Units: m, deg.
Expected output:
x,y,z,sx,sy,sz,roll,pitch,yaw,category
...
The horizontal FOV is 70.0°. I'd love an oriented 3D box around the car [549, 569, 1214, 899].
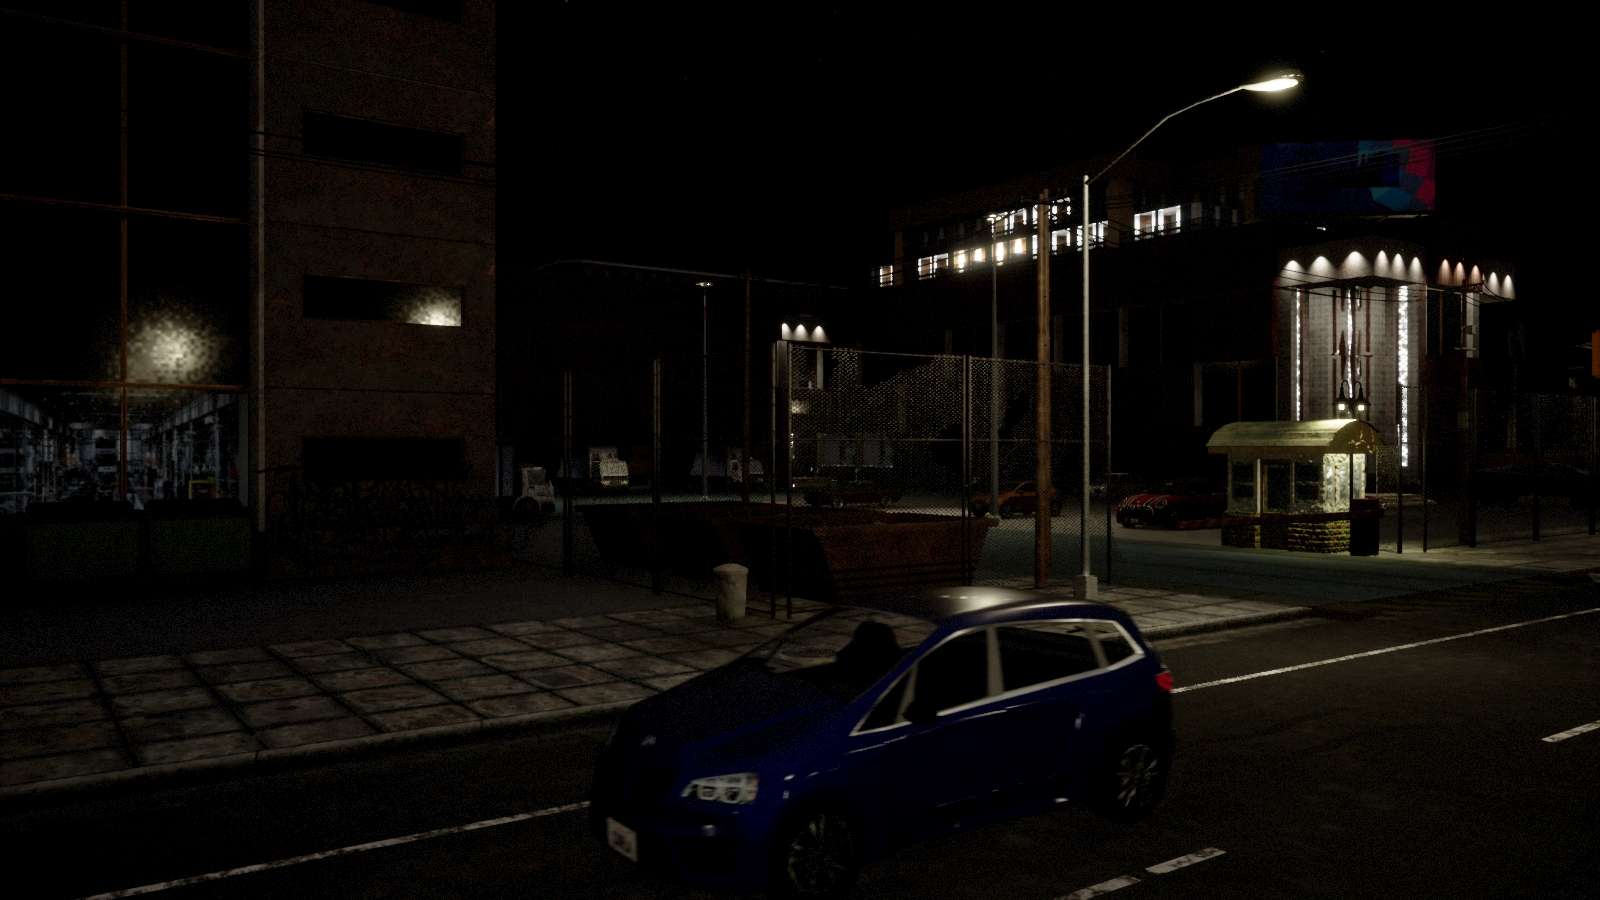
x,y,z,sx,sy,sz,roll,pitch,yaw,category
0.730,1.967,8.597,4.611,1.667,2.242,0,0,-35,car
